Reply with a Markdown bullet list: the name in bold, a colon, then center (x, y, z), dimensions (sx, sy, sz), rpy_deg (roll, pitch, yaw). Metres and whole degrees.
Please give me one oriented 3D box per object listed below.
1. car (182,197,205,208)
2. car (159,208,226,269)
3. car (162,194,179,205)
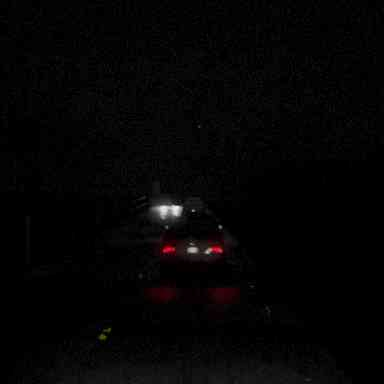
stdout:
- **car**: center (0.137, 1.192, 28.530), dimensions (1.812, 1.442, 4.674), rpy_deg (0, 1, 1)
- **car**: center (0.052, 1.469, 10.783), dimensions (2.033, 1.411, 5.357), rpy_deg (0, 1, 1)
- **car**: center (-2.663, 0.968, 42.297), dimensions (1.895, 1.301, 4.718), rpy_deg (0, 1, 1)
